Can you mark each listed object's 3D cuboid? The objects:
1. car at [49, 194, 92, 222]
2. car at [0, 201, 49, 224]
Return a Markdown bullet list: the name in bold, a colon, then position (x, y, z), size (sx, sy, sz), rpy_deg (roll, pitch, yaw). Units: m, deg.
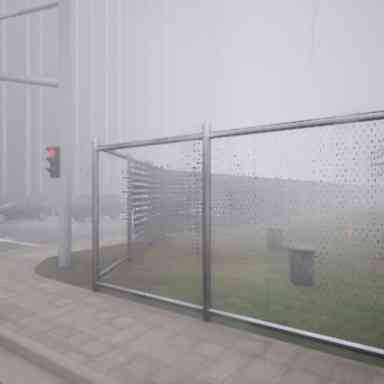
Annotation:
- **car**: position (-8.018, 1.196, 26.538), size (2.150, 2.045, 5.566), rpy_deg (0, 0, 36)
- **car**: position (-13.215, 1.458, 25.293), size (1.882, 1.535, 5.008), rpy_deg (0, 0, 36)
